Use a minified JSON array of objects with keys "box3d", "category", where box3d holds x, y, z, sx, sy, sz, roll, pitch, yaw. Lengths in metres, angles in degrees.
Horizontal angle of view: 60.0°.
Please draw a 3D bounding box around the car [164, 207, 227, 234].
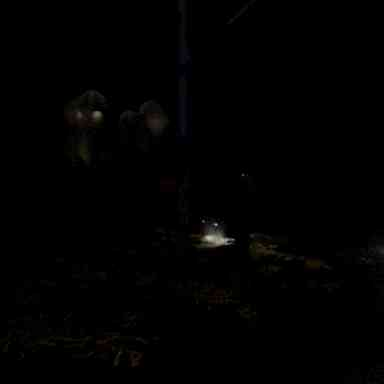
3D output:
[{"box3d":[0.117,1.564,19.354,1.994,1.385,4.181,0,0,-35],"category":"car"}]
